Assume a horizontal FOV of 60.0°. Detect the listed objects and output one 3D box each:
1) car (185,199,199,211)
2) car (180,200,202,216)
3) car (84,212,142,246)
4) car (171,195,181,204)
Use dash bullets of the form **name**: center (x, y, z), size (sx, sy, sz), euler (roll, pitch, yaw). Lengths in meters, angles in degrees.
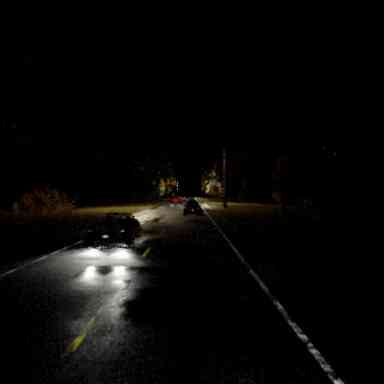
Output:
- **car**: center (-0.019, 1.813, 46.252), size (1.837, 1.490, 4.892), euler (0, 0, 0)
- **car**: center (0.077, 1.799, 35.436), size (1.994, 1.385, 4.181), euler (0, 0, 0)
- **car**: center (-3.607, 1.670, 15.806), size (1.994, 1.385, 4.181), euler (0, 0, 0)
- **car**: center (-3.548, 1.721, 74.677), size (2.150, 2.045, 5.566), euler (0, 0, 0)
